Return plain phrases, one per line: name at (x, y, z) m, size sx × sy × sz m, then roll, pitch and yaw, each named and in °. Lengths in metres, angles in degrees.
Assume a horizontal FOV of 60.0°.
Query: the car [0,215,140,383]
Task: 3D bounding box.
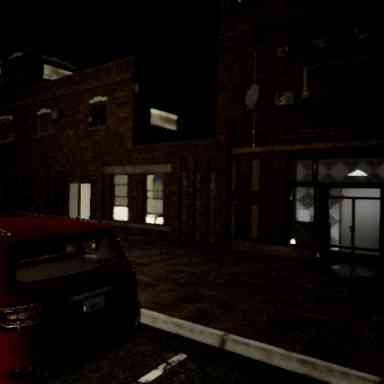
car at (-3.000, 1.285, 5.001) m, size 5.009 × 1.841 × 2.192 m, roll 0°, pitch 1°, yaw 36°
